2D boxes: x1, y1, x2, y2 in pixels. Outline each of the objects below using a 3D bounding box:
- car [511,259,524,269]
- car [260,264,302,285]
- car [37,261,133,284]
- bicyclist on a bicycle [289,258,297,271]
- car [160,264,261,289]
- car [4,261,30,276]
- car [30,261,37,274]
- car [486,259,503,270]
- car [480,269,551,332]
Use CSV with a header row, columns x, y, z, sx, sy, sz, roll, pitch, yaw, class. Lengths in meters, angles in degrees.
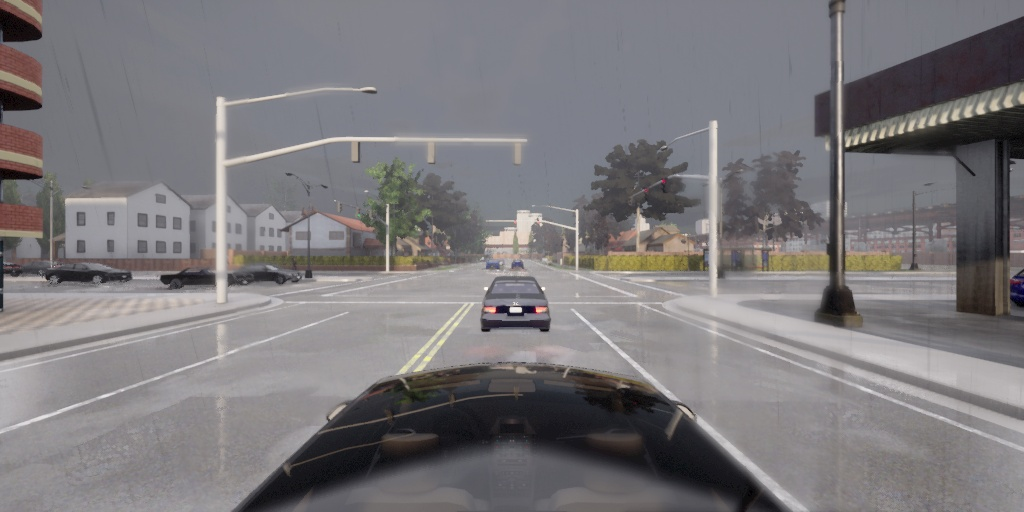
x,y,z,sx,sy,sz,roll,pitch,yaw,class
0.880,1.271,58.182,1.812,1.442,4.674,0,0,0,car
-17.712,1.274,25.880,4.674,1.442,1.812,0,0,1,car
-30.649,1.226,26.063,5.008,1.535,1.882,0,0,1,car
-26.530,1.048,43.483,0.582,1.620,1.656,0,0,1,bicyclist on a bicycle
-18.801,1.349,22.365,4.718,1.301,1.895,0,0,1,car
-50.287,1.252,34.508,4.892,1.490,1.837,0,0,2,car
-50.013,1.252,37.962,4.892,1.490,1.837,0,0,1,car
-2.823,1.224,53.595,1.882,1.535,5.008,0,0,1,car
0.085,1.297,10.837,2.033,1.411,5.357,0,0,0,car
